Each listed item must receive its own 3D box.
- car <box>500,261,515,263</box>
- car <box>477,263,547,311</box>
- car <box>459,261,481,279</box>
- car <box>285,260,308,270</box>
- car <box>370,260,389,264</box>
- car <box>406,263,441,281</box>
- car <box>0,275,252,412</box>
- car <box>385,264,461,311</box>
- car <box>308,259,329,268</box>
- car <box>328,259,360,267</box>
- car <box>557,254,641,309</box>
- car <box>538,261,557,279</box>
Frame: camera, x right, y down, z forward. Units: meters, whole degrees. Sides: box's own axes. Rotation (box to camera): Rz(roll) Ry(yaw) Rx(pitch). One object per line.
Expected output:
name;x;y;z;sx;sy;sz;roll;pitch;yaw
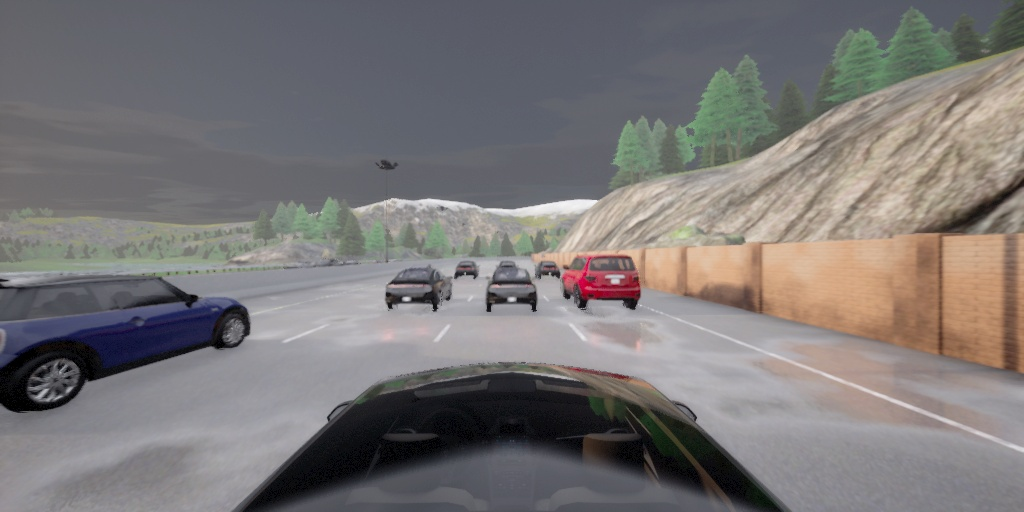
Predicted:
car;-0.429;1.194;31.929;1.837;1.490;4.892;0;0;-1
car;-0.042;1.216;14.222;2.128;1.511;4.902;0;0;-1
car;-3.931;1.194;31.945;1.837;1.490;4.892;0;0;-1
car;-29.002;1.258;49.320;1.895;1.301;4.718;0;0;-1
car;-18.521;1.255;50.141;1.895;1.301;4.718;0;0;-1
car;-7.394;1.294;30.349;1.895;1.301;4.718;0;0;-1
car;-6.930;1.094;6.225;2.097;1.767;4.553;0;0;0
car;-3.543;1.217;14.341;2.128;1.511;4.902;0;0;-1
car;-25.508;1.161;49.404;1.837;1.490;4.892;0;0;-1
car;-21.976;1.261;47.641;1.895;1.301;4.718;0;0;-1
car;3.454;0.945;14.832;2.150;2.045;5.566;0;0;-1
car;3.072;1.194;31.937;1.837;1.490;4.892;0;0;-1
